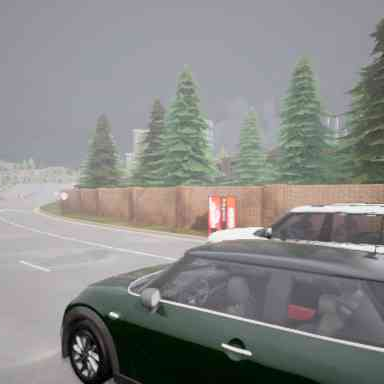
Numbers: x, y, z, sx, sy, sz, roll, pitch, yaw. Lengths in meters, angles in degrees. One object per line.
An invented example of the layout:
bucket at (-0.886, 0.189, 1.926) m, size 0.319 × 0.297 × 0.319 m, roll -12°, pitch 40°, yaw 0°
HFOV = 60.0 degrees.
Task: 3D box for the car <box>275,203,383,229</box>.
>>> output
car at (2.736, 1.225, 6.483) m, size 5.566 × 2.045 × 2.150 m, roll 1°, pitch 0°, yaw 37°

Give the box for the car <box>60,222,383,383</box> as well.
car at (0.508, 1.352, 3.842) m, size 4.553 × 1.767 × 2.097 m, roll 0°, pitch 0°, yaw 36°

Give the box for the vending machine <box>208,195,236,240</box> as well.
vending machine at (1.475, 1.195, 16.327) m, size 0.880 × 2.100 × 1.100 m, roll 0°, pitch 0°, yaw 42°
